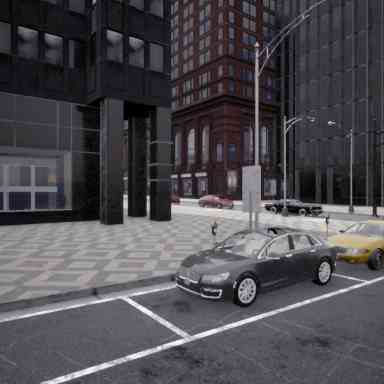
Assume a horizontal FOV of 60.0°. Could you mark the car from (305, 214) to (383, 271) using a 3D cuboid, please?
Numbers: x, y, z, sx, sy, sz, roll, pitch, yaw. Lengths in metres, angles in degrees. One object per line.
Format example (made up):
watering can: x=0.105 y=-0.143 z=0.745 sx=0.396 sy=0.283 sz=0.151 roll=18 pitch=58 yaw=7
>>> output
car: x=6.019 y=1.526 z=10.978 sx=4.829 sy=1.417 sz=1.752 roll=0 pitch=0 yaw=-36

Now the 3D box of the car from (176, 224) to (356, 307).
car: x=1.678 y=1.551 z=7.863 sx=4.403 sy=1.369 sz=2.008 roll=0 pitch=0 yaw=-36

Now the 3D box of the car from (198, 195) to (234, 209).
car: x=2.505 y=1.032 z=35.685 sx=1.812 sy=1.442 sz=4.674 roll=0 pitch=1 yaw=-36

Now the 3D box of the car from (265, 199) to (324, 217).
car: x=8.398 y=1.293 z=27.566 sx=1.895 sy=1.301 sz=4.718 roll=0 pitch=1 yaw=-36

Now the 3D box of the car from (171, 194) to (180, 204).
car: x=-3.457 y=0.803 z=43.918 sx=1.882 sy=1.535 sz=5.008 roll=0 pitch=1 yaw=-36
